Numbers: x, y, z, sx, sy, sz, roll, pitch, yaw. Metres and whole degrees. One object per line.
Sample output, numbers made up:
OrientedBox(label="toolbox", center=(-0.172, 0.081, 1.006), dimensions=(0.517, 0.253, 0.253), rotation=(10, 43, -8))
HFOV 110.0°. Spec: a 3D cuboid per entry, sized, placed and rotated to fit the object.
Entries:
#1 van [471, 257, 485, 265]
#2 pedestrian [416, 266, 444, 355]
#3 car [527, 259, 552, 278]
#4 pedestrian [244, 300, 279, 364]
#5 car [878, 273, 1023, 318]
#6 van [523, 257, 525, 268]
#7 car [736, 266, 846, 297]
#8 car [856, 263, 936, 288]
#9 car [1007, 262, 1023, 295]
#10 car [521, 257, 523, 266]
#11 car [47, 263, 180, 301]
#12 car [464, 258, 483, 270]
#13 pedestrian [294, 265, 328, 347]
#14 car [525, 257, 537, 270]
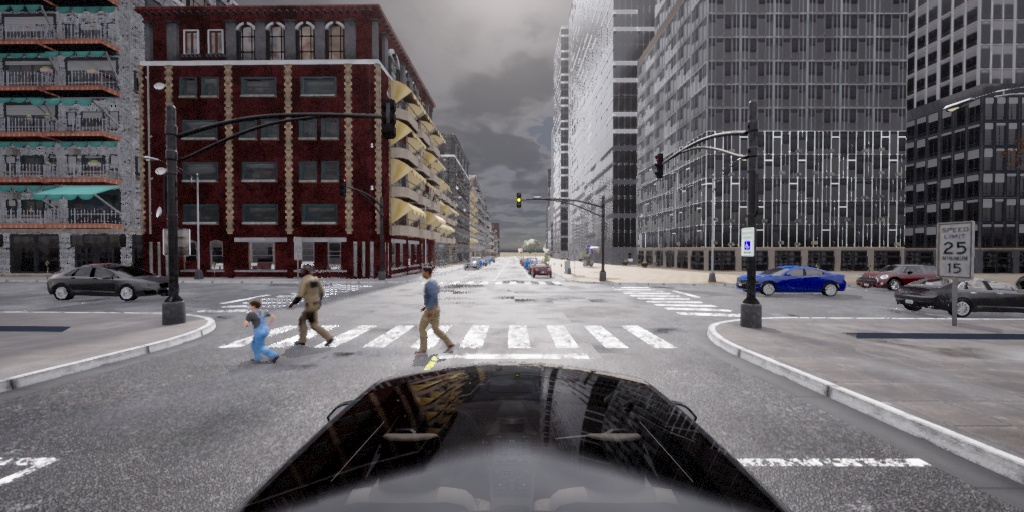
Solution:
OrientedBox(label="van", center=(-5.577, 1.033, 56.016), dimensions=(1.690, 1.789, 3.998), rotation=(0, 0, 0))
OrientedBox(label="pedestrian", center=(-1.652, 1.042, 7.201), dimensions=(0.375, 1.860, 0.375), rotation=(-1, 1, 0))
OrientedBox(label="car", center=(2.724, 1.270, 33.447), dimensions=(1.888, 1.381, 4.507), rotation=(0, 0, 0))
OrientedBox(label="pedestrian", center=(-4.649, 1.322, 6.610), dimensions=(0.375, 1.300, 0.375), rotation=(-1, 1, 0))
OrientedBox(label="car", center=(16.739, 1.445, 13.111), dimensions=(4.403, 1.370, 2.007), rotation=(0, 0, 1))
OrientedBox(label="van", center=(2.760, 1.042, 50.385), dimensions=(1.690, 1.789, 3.998), rotation=(0, 0, 0))
OrientedBox(label="car", center=(14.682, 1.269, 19.056), dimensions=(5.008, 1.535, 1.882), rotation=(0, 1, 2))
OrientedBox(label="car", center=(23.416, 1.229, 21.644), dimensions=(4.097, 1.591, 1.967), rotation=(0, 0, 1))
OrientedBox(label="car", center=(29.773, 1.214, 18.806), dimensions=(4.553, 1.767, 2.097), rotation=(0, 1, 1))
OrientedBox(label="car", center=(2.772, 1.237, 56.031), dimensions=(1.888, 1.381, 4.507), rotation=(0, 0, 0))
OrientedBox(label="car", center=(-18.065, 1.196, 16.369), dimensions=(4.892, 1.490, 1.837), rotation=(0, 1, 1))
OrientedBox(label="car", center=(-5.588, 1.267, 50.370), dimensions=(1.948, 1.339, 4.313), rotation=(0, 0, 0))
OrientedBox(label="pedestrian", center=(-4.375, 1.042, 7.807), dimensions=(0.375, 1.860, 0.375), rotation=(-1, 1, 0))
OrientedBox(label="car", center=(2.736, 1.157, 39.093), dimensions=(1.967, 1.591, 4.097), rotation=(0, 0, 0))
